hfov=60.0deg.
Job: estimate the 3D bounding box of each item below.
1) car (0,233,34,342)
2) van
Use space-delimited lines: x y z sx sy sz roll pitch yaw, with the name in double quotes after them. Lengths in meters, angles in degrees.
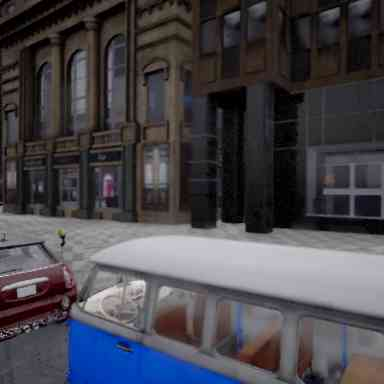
-3.930 1.439 5.876 4.097 1.590 1.967 0 0 36 "car"
0.668 1.341 2.595 3.998 1.788 1.690 0 0 36 "van"
